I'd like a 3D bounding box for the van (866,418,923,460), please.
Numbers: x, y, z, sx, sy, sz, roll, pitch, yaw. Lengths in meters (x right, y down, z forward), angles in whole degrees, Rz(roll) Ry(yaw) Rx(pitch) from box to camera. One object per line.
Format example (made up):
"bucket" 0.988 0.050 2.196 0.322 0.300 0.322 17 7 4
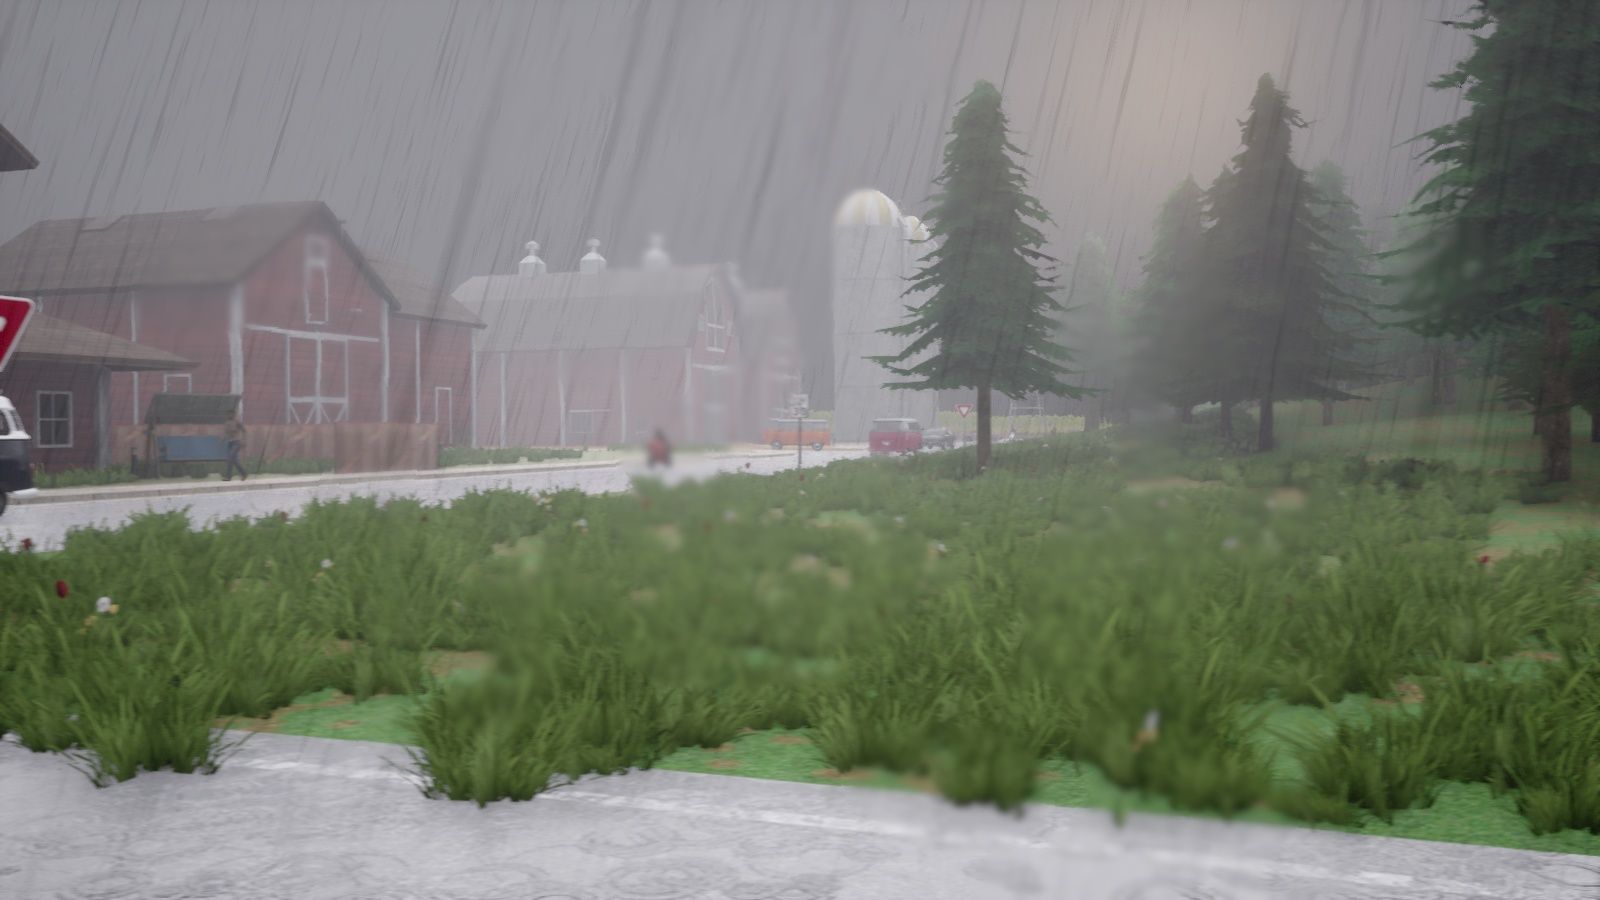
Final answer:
"van" 4.732 -0.575 62.266 1.775 1.987 4.442 1 1 19

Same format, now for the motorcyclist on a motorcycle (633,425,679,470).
"motorcyclist on a motorcycle" -5.065 -0.104 44.229 0.797 1.523 2.044 1 1 19

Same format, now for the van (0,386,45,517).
"van" -13.812 0.021 18.353 2.069 2.038 4.480 1 1 19

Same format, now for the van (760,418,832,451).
"van" -0.260 -0.971 79.422 4.442 1.987 1.775 1 1 3

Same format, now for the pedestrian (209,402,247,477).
"pedestrian" -14.040 -0.260 30.825 0.328 1.805 0.869 1 1 20

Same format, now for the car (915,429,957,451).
"car" 9.475 -0.716 87.227 1.837 1.490 4.892 1 1 19
